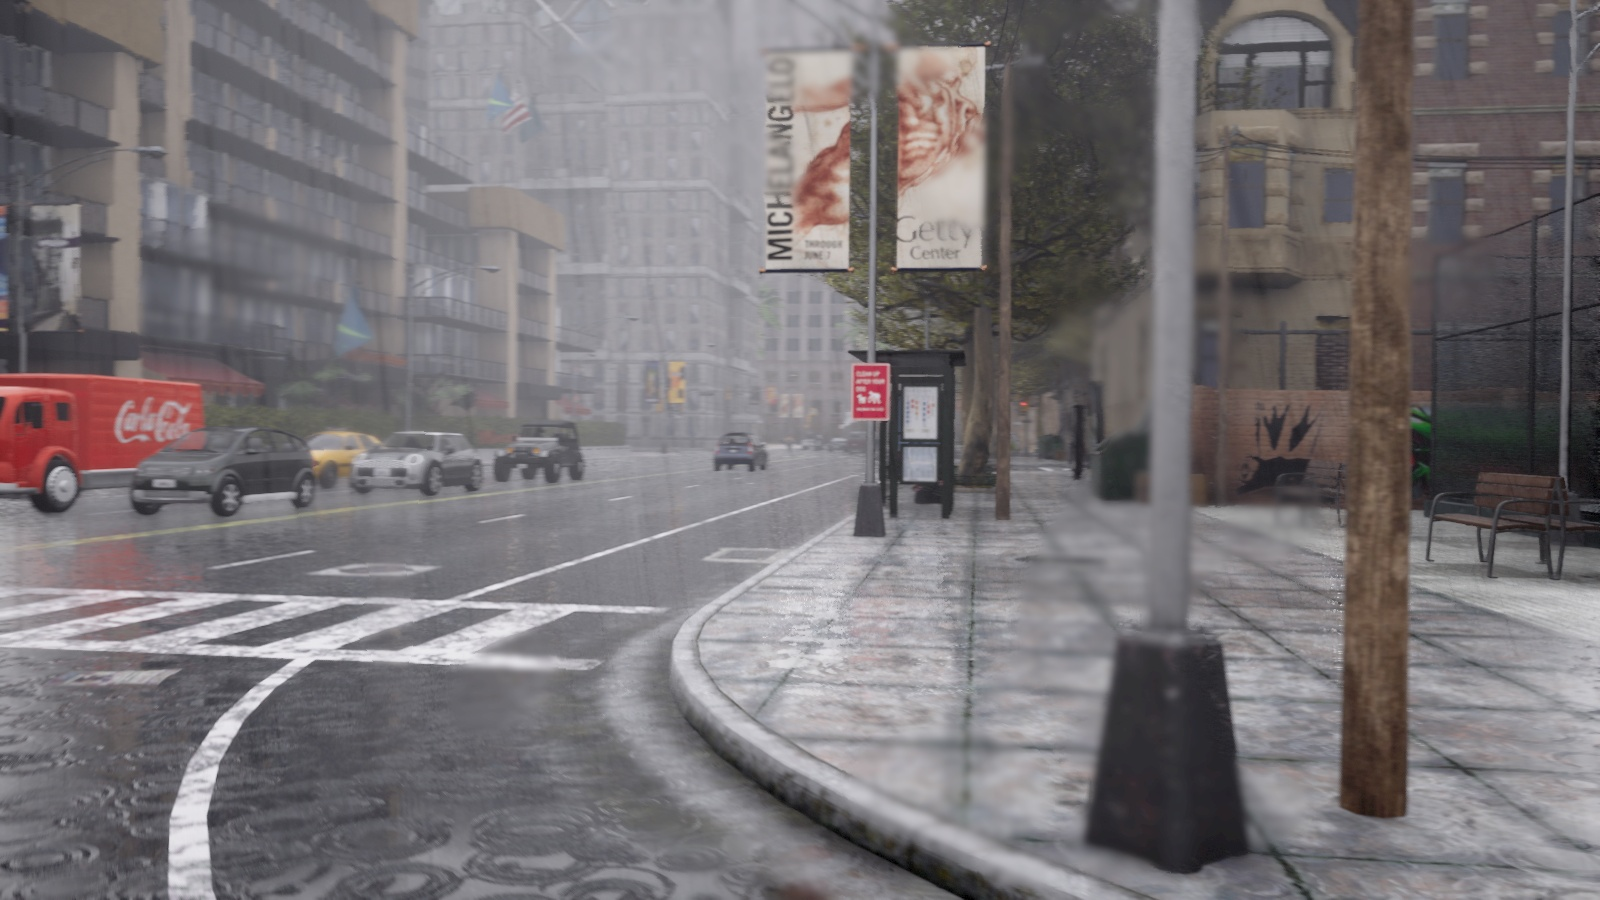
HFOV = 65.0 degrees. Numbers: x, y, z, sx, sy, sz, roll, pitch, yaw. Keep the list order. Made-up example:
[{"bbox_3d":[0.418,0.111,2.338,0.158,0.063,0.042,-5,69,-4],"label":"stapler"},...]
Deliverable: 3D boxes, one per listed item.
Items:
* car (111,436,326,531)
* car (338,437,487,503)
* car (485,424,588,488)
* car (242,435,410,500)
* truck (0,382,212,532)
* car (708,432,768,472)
[{"bbox_3d":[-10.319,0.536,22.590,1.789,1.549,3.705,0,1,7],"label":"car"},{"bbox_3d":[-9.255,0.430,30.324,1.970,1.475,3.806,0,1,8],"label":"car"},{"bbox_3d":[-8.091,0.158,38.910,1.905,1.878,3.866,0,1,8],"label":"car"},{"bbox_3d":[-12.382,0.394,33.286,1.801,1.575,5.366,0,1,8],"label":"car"},{"bbox_3d":[-13.735,0.087,23.402,2.627,2.467,5.204,0,1,8],"label":"truck"},{"bbox_3d":[-2.597,0.061,53.343,1.851,1.617,3.988,0,1,8],"label":"car"}]
